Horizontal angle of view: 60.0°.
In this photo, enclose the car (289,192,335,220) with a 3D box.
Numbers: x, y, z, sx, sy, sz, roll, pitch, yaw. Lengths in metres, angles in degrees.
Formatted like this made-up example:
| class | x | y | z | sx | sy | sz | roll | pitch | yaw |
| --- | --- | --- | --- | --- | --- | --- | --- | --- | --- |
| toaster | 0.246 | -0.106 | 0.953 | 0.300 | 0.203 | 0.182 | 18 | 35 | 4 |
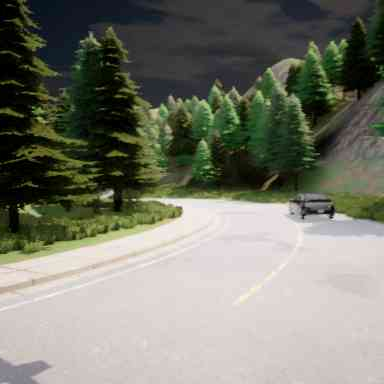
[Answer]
| class | x | y | z | sx | sy | sz | roll | pitch | yaw |
| --- | --- | --- | --- | --- | --- | --- | --- | --- | --- |
| car | 7.232 | 0.774 | 20.495 | 2.128 | 1.511 | 4.902 | -2 | 1 | 5 |
